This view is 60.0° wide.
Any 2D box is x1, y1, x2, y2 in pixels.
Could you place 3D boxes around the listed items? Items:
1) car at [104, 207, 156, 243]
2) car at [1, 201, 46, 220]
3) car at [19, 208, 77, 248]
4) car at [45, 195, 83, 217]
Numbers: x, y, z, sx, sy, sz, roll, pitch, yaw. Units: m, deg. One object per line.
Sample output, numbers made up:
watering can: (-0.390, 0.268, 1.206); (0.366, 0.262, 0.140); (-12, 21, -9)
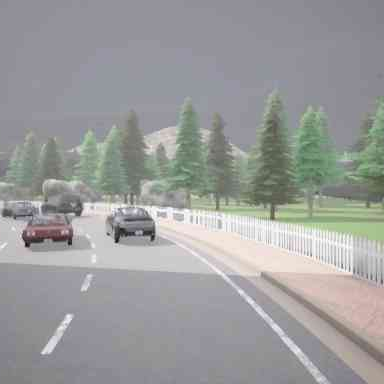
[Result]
car: (-3.098, 1.495, 16.208); (2.128, 1.511, 4.902); (0, 0, -21)
car: (-14.558, 1.563, 28.167); (2.033, 1.411, 5.357); (0, 0, -42)
car: (-6.372, 1.616, 14.971); (1.895, 1.301, 4.718); (0, 0, -21)
car: (-11.993, 1.258, 30.549); (2.150, 2.045, 5.566); (0, 0, -42)
